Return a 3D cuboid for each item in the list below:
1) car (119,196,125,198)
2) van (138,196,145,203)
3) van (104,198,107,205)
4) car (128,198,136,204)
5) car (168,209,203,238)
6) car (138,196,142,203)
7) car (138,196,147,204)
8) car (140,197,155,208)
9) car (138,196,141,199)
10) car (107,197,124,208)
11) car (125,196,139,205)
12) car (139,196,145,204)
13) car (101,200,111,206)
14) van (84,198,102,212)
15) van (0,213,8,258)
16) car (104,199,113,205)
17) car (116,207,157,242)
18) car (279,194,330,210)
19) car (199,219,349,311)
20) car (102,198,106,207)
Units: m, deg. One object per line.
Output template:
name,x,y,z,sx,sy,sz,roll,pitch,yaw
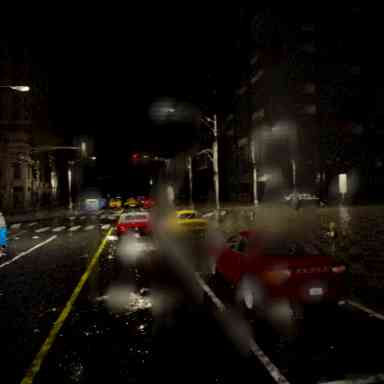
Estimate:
car,-17.131,1.964,77.547,2.128,1.511,4.902,-2,0,-10
van,-14.216,2.138,93.554,1.690,1.788,3.998,-2,0,-10
van,-17.607,2.129,64.852,1.690,1.788,3.998,-2,0,-10
car,-15.312,2.239,84.266,1.895,1.301,4.718,-2,0,-10
car,-0.317,1.592,18.226,1.752,1.417,4.829,-2,0,-10
car,-9.192,2.070,66.387,1.887,1.381,4.507,-2,0,-10
car,-13.214,2.057,88.121,2.192,1.841,5.009,-2,0,-10
car,-7.185,1.963,55.521,1.887,1.381,4.507,-2,0,-10
car,-10.227,2.107,71.987,1.752,1.417,4.829,-2,0,-10
car,-14.341,2.151,62.368,1.882,1.535,5.008,-2,0,-10
car,-13.416,2.162,73.991,1.882,1.535,5.008,-2,0,-10
car,-8.188,2.016,60.954,1.887,1.381,4.507,-2,0,-10
car,-19.601,2.478,75.718,1.802,1.307,4.206,-2,0,-10
van,-14.603,1.969,48.552,1.690,1.788,3.998,-2,0,-10
van,-7.698,1.620,11.202,1.690,1.788,3.998,-2,0,-10
car,-21.604,2.555,86.584,2.008,1.369,4.403,-2,0,-10
car,-2.969,1.750,17.696,1.895,1.301,4.718,-2,0,-10
car,10.745,0.958,31.823,4.902,1.511,2.128,-3,0,-12
car,1.628,1.516,7.654,1.887,1.381,4.507,-2,0,-10
car,-15.597,2.225,53.985,1.887,1.381,4.507,-2,0,-10
